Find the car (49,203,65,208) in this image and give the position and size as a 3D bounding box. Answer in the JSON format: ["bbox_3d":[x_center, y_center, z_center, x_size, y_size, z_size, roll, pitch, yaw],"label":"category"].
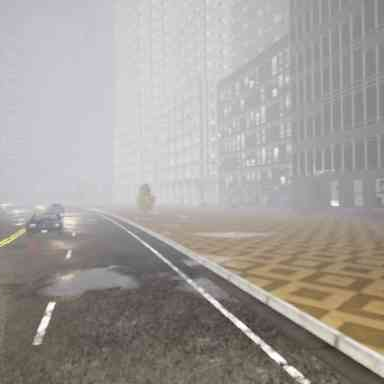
[{"bbox_3d":[-17.495,2.161,43.176,1.812,1.442,4.674,-1,0,-23],"label":"car"}]

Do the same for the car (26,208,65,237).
[{"bbox_3d":[-8.915,1.919,20.564,1.895,1.301,4.718,-1,0,-19],"label":"car"}]
